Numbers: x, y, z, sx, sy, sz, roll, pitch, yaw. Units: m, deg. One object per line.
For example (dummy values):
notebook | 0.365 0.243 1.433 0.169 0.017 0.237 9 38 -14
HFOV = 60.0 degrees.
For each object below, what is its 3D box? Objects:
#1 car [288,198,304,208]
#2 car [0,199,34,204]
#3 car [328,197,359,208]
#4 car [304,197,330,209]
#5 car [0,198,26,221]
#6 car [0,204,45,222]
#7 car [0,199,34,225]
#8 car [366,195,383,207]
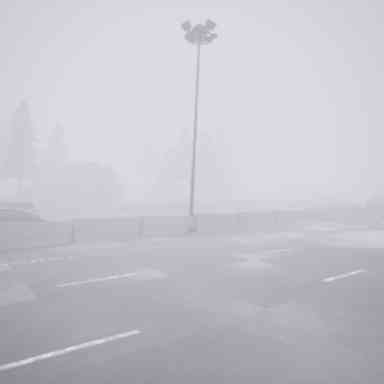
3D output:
car | 16.603 1.660 50.434 5.008 1.535 1.882 1 -1 -35
car | -12.085 1.411 21.171 4.553 1.767 2.097 0 0 -36
car | 20.715 1.730 44.774 4.181 1.385 1.994 1 -1 -35
car | 18.718 1.527 47.648 4.553 1.767 2.097 1 -1 -35
car | -16.121 1.427 26.890 4.553 1.767 2.097 0 0 -36
car | -10.503 1.577 17.997 4.674 1.442 1.812 0 0 -36
car | -14.119 1.420 24.019 4.553 1.767 2.097 0 0 -36
car | 25.036 1.409 43.558 5.566 2.045 2.150 1 -1 -35
